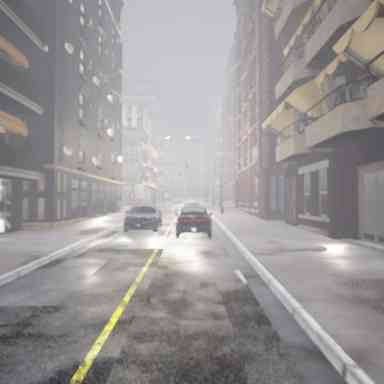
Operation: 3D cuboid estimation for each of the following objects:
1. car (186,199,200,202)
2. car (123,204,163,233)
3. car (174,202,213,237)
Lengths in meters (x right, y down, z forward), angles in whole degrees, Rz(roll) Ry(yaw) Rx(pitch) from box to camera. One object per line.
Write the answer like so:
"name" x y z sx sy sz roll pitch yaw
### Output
"car" 0.096 1.533 35.276 2.128 1.511 4.902 0 0 0
"car" -2.840 1.495 20.103 1.882 1.535 5.008 0 0 0
"car" 0.092 1.519 18.040 1.837 1.490 4.892 0 0 0
